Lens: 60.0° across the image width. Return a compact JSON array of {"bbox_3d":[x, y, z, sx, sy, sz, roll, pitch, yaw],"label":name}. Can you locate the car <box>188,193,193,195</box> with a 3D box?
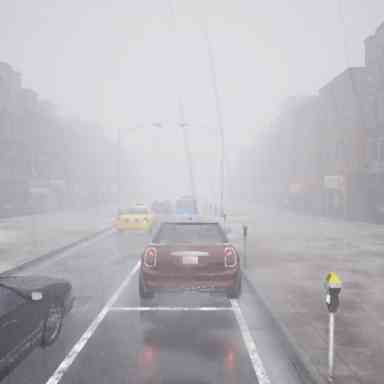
[{"bbox_3d":[-0.402,1.302,36.607,2.192,1.841,5.009,-1,0,0],"label":"car"}]

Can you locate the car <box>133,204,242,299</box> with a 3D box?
[{"bbox_3d":[-0.032,1.349,8.622,2.097,1.767,4.553,0,0,0],"label":"car"}]

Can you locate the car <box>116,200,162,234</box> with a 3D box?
[{"bbox_3d":[-3.020,1.448,19.304,1.801,1.575,5.366,0,0,0],"label":"car"}]

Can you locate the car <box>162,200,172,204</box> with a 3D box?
[{"bbox_3d":[-2.924,1.480,32.496,2.128,1.511,4.902,0,0,0],"label":"car"}]

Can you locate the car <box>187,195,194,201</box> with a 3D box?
[{"bbox_3d":[-0.393,1.543,86.399,1.947,1.339,4.313,-1,0,0],"label":"car"}]

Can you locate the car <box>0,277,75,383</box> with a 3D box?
[{"bbox_3d":[-2.924,1.546,3.243,2.033,1.411,5.357,0,0,0],"label":"car"}]

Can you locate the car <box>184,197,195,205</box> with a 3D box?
[{"bbox_3d":[-0.395,1.563,58.737,1.802,1.307,4.206,-1,0,0],"label":"car"}]

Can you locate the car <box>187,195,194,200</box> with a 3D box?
[{"bbox_3d":[-0.393,1.543,91.932,1.947,1.339,4.313,-1,0,0],"label":"car"}]

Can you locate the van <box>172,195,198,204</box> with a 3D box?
[{"bbox_3d":[-0.402,1.332,25.542,1.690,1.788,3.998,-1,0,0],"label":"van"}]
